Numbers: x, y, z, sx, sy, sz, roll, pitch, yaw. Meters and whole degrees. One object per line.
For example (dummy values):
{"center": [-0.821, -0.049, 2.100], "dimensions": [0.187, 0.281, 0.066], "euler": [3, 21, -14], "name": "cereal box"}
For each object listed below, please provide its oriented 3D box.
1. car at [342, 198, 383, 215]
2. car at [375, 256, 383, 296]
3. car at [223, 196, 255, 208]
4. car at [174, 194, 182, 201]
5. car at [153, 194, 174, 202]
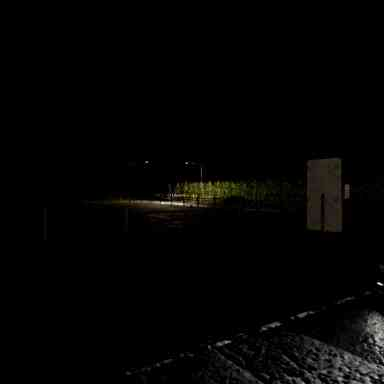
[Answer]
{"center": [17.230, 1.389, 33.279], "dimensions": [2.128, 1.511, 4.902], "euler": [0, 0, -33], "name": "car"}
{"center": [5.908, 1.492, 7.309], "dimensions": [4.902, 1.511, 2.128], "euler": [0, 0, -36], "name": "car"}
{"center": [6.118, 1.285, 43.641], "dimensions": [1.837, 1.490, 4.892], "euler": [0, 0, -33], "name": "car"}
{"center": [-3.963, 1.152, 66.435], "dimensions": [2.033, 1.411, 5.357], "euler": [0, 0, -31], "name": "car"}
{"center": [-5.762, 1.129, 62.505], "dimensions": [1.837, 1.490, 4.892], "euler": [0, 0, -32], "name": "car"}
